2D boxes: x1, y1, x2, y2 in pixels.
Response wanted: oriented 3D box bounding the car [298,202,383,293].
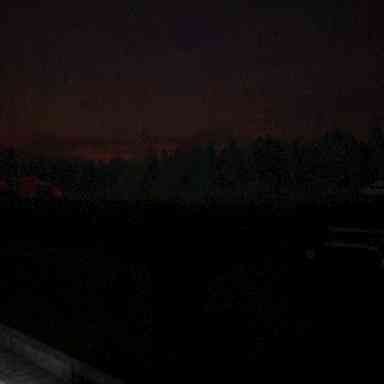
[{"bbox_3d":[3.925,1.209,7.729,1.905,1.878,3.866,0,0,35],"label":"car"}]
